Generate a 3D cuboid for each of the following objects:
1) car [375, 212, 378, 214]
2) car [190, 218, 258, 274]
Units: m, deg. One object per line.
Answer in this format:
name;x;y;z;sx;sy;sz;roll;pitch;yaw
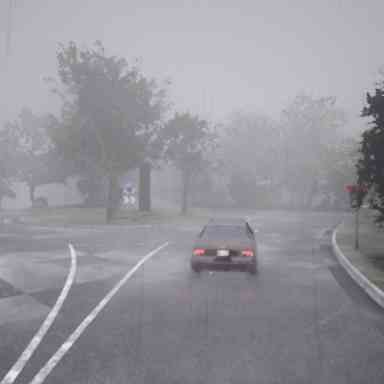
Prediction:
car;19.687;1.678;31.030;4.674;1.442;1.812;0;-1;2
car;1.136;1.558;10.657;2.033;1.411;5.357;0;0;9
